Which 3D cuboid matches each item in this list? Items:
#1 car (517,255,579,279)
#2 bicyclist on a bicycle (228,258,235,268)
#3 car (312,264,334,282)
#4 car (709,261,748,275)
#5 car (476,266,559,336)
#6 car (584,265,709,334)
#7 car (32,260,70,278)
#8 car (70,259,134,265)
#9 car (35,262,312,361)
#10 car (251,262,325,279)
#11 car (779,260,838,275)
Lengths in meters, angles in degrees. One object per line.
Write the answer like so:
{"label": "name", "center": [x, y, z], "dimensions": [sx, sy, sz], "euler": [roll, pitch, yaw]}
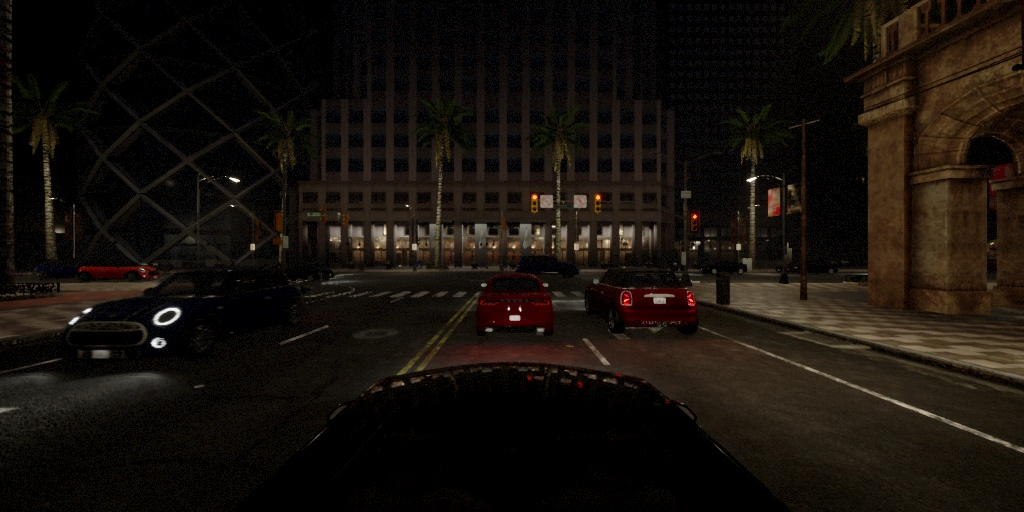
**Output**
{"label": "car", "center": [3.167, 0.971, 32.237], "dimensions": [5.566, 2.045, 2.150], "euler": [0, 0, 0]}
{"label": "bicyclist on a bicycle", "center": [-35.748, 1.050, 45.712], "dimensions": [0.582, 1.620, 1.656], "euler": [0, 0, -12]}
{"label": "car", "center": [-16.538, 1.256, 28.236], "dimensions": [4.892, 1.490, 1.837], "euler": [0, 0, 8]}
{"label": "car", "center": [23.171, 1.255, 39.380], "dimensions": [4.892, 1.490, 1.837], "euler": [0, 0, 0]}
{"label": "car", "center": [0.080, 1.228, 10.455], "dimensions": [1.882, 1.535, 5.008], "euler": [0, 0, 0]}
{"label": "car", "center": [3.582, 1.102, 10.796], "dimensions": [2.097, 1.767, 4.553], "euler": [0, 0, 0]}
{"label": "car", "center": [-36.383, 1.101, 30.115], "dimensions": [4.553, 1.767, 2.097], "euler": [0, 0, -22]}
{"label": "car", "center": [-30.595, 1.103, 28.092], "dimensions": [4.553, 1.767, 2.097], "euler": [0, 0, -12]}
{"label": "car", "center": [-7.093, 1.102, 8.429], "dimensions": [2.097, 1.767, 4.553], "euler": [0, 0, 0]}
{"label": "car", "center": [-20.040, 1.297, 32.208], "dimensions": [5.357, 1.411, 2.033], "euler": [0, 0, -1]}
{"label": "car", "center": [32.779, 1.228, 39.348], "dimensions": [5.008, 1.535, 1.882], "euler": [0, 0, 0]}
